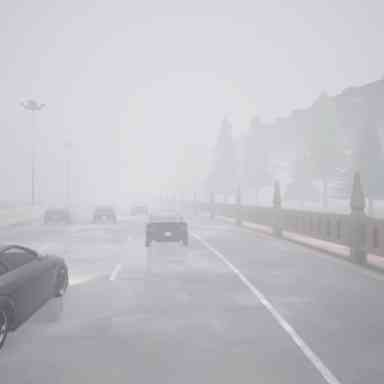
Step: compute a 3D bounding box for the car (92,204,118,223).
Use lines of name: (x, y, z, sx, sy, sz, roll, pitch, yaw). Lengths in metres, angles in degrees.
car: (-7.398, 1.759, 28.359, 1.837, 1.490, 4.892, 0, 0, -13)

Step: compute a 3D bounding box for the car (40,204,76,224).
car: (-10.731, 1.742, 27.244, 1.882, 1.535, 5.008, 0, 0, -13)

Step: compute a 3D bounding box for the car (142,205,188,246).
car: (-1.362, 1.605, 16.207, 1.882, 1.535, 5.008, 0, 0, -9)

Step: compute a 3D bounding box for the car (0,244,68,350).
car: (-3.770, 1.632, 6.065, 1.994, 1.385, 4.181, 0, 0, -4)

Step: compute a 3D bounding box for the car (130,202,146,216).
car: (-5.814, 1.831, 36.863, 1.812, 1.442, 4.674, 0, 0, -14)
